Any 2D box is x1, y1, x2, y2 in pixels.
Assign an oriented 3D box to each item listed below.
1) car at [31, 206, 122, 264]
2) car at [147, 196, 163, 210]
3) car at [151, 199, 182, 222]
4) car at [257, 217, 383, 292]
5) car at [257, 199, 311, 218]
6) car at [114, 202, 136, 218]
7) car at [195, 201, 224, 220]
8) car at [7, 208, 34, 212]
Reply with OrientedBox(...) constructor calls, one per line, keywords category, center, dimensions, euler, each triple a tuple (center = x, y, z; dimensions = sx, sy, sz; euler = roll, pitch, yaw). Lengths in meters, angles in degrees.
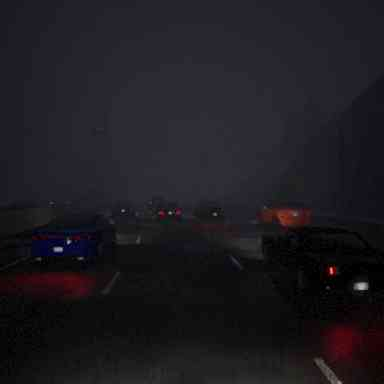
OrientedBox(category="car", center=(-3.943, 1.469, 11.878), dimensions=(1.882, 1.535, 5.008), euler=(0, 0, -4))
OrientedBox(category="car", center=(-4.506, 1.311, 41.632), dimensions=(2.097, 1.767, 4.553), euler=(0, 0, -10))
OrientedBox(category="car", center=(-1.913, 1.520, 25.927), dimensions=(2.033, 1.411, 5.357), euler=(0, 0, -8))
OrientedBox(category="car", center=(3.271, 1.586, 8.854), dimensions=(1.895, 1.301, 4.718), euler=(0, 0, -3))
OrientedBox(category="car", center=(5.709, 1.320, 21.209), dimensions=(2.097, 1.767, 4.553), euler=(0, 0, -6))
OrientedBox(category="car", center=(-6.093, 1.538, 29.878), dimensions=(1.994, 1.385, 4.181), euler=(0, 0, -9))
OrientedBox(category="car", center=(1.391, 1.493, 27.297), dimensions=(1.812, 1.442, 4.674), euler=(0, 0, -8))
OrientedBox(category="car", center=(-17.514, 1.587, 33.608), dimensions=(1.895, 1.301, 4.718), euler=(0, 0, -10))
